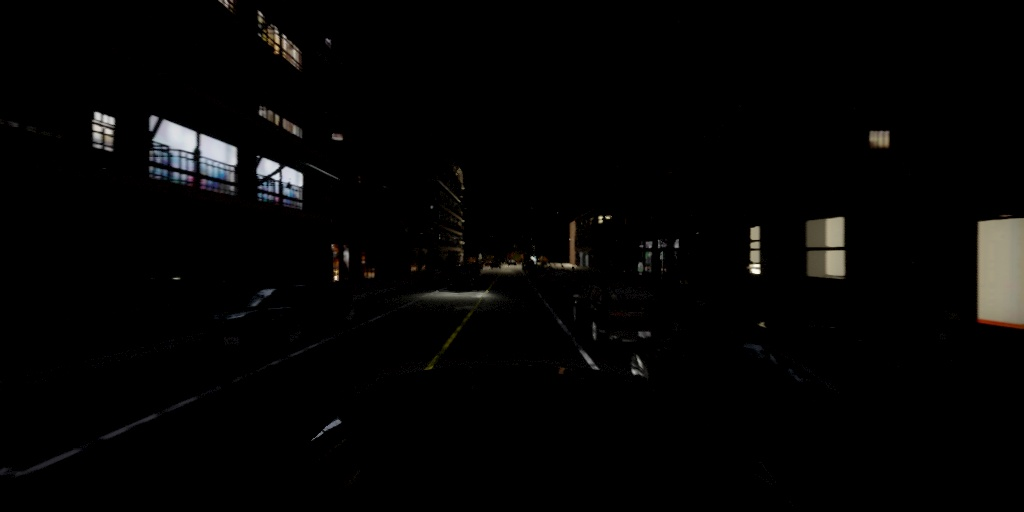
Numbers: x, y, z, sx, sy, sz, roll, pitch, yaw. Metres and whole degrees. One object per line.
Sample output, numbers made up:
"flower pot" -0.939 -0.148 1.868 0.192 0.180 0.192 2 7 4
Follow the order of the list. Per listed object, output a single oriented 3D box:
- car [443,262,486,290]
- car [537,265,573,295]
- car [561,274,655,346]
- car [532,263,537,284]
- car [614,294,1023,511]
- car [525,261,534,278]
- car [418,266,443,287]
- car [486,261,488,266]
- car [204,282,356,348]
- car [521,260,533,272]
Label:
"car" -3.096 1.377 24.287 1.882 1.535 5.008 0 0 0
"car" 2.691 1.422 20.786 1.888 1.381 4.507 0 0 0
"car" 2.690 1.352 9.432 2.007 1.370 4.403 0 0 0
"car" 2.692 1.439 26.634 1.751 1.417 4.829 0 0 0
"car" 2.690 1.330 3.754 1.948 1.339 4.313 0 0 0
"car" 2.692 1.555 37.818 1.948 1.339 4.313 0 0 0
"car" -5.690 1.496 26.493 1.802 1.307 4.207 0 0 0
"car" -5.687 1.580 60.557 1.967 1.591 4.097 0 0 0
"car" -5.692 1.367 9.461 1.948 1.339 4.313 0 0 0
"car" 2.693 1.668 54.851 1.948 1.339 4.313 0 0 0
